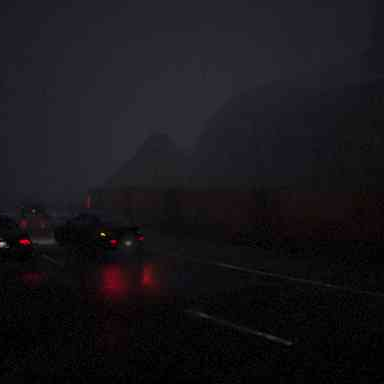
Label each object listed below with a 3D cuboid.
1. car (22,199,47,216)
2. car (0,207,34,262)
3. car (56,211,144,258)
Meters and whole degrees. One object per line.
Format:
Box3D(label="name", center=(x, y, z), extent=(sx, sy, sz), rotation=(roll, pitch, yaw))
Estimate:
Box3D(label="car", center=(-13.517, 1.302, 28.570), extent=(1.812, 1.442, 4.674), rotation=(0, 0, -24))
Box3D(label="car", center=(-6.804, 1.452, 10.941), extent=(2.033, 1.411, 5.357), rotation=(0, 0, -40))
Box3D(label="car", center=(-3.574, 1.443, 12.552), extent=(1.812, 1.442, 4.674), rotation=(0, 1, -41))
